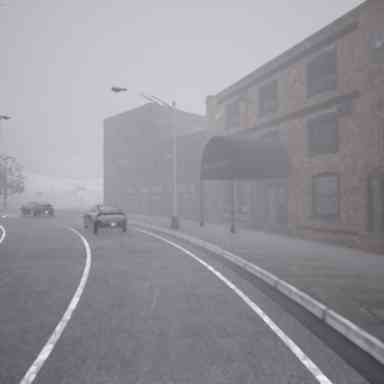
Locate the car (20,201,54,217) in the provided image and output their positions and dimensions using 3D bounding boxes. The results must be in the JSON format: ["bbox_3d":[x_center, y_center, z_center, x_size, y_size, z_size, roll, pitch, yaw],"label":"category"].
[{"bbox_3d":[-15.059,1.610,32.245,4.892,1.490,1.837,-1,-1,44],"label":"car"}]

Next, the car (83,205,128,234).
[{"bbox_3d":[-5.200,1.497,19.621,2.128,1.511,4.902,0,0,-27],"label":"car"}]
